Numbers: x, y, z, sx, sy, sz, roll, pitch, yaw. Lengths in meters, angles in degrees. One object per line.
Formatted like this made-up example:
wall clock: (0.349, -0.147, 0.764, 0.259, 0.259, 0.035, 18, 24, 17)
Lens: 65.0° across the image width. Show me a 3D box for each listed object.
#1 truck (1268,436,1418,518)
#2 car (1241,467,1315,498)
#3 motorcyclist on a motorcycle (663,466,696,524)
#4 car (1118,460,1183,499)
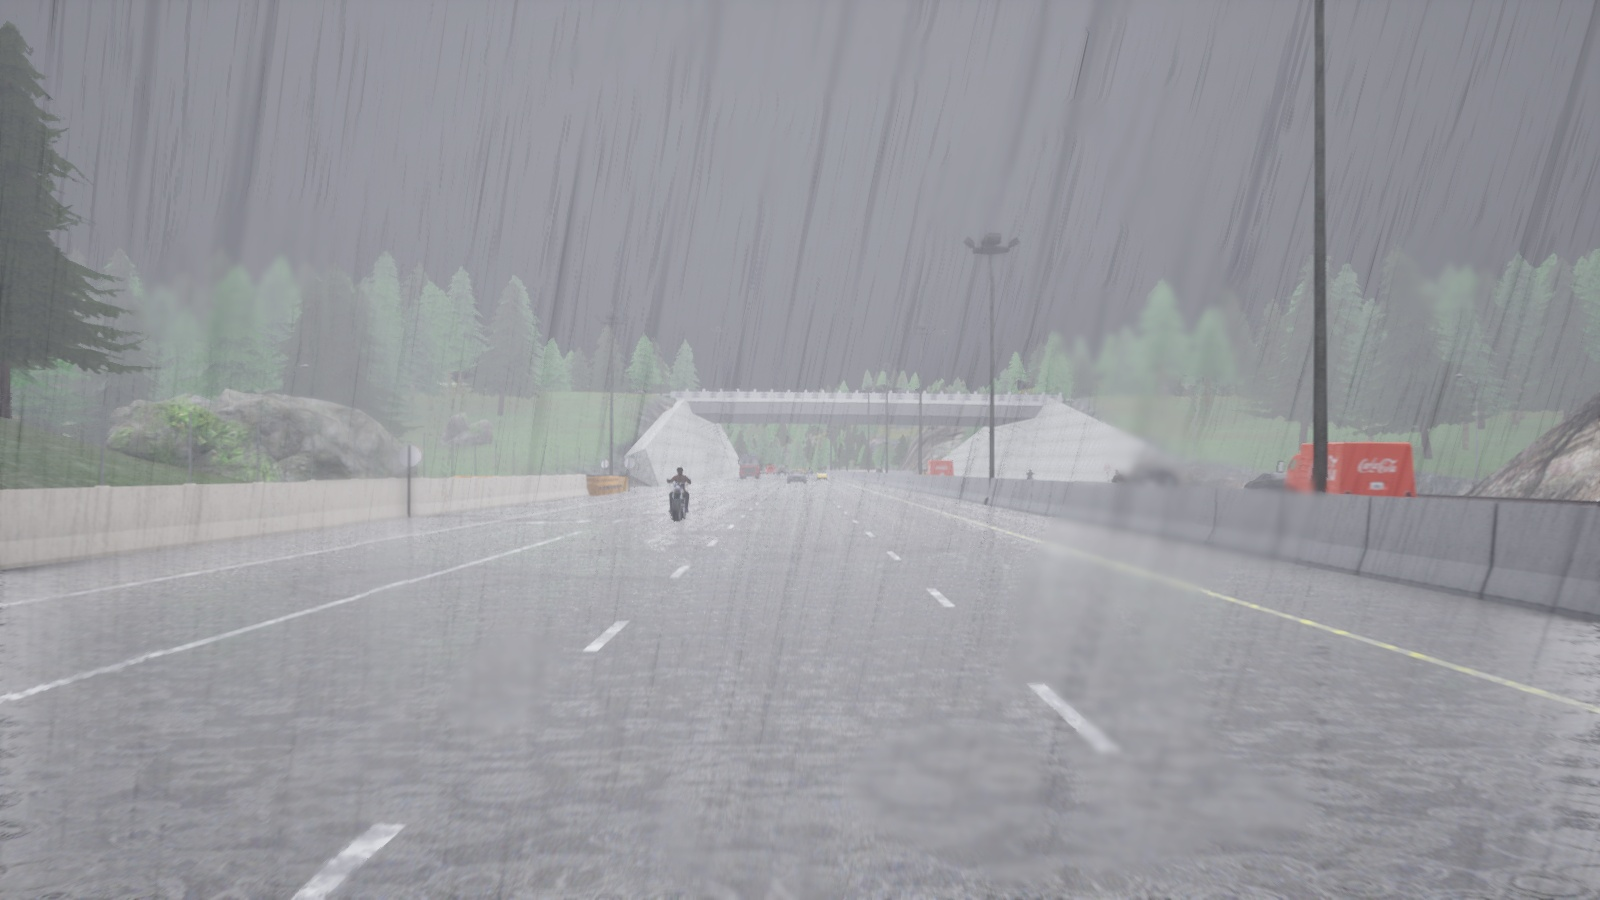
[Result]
truck: (17.389, 0.846, 40.565, 2.627, 2.467, 5.204, 0, -1, 1)
car: (24.346, 1.623, 64.137, 1.882, 1.535, 5.008, 0, -1, 0)
motorcyclist on a motorcycle: (-3.590, 1.321, 37.508, 0.766, 1.649, 2.350, 0, -1, 0)
car: (17.350, 1.465, 62.367, 1.932, 1.855, 4.605, 0, -1, 0)
